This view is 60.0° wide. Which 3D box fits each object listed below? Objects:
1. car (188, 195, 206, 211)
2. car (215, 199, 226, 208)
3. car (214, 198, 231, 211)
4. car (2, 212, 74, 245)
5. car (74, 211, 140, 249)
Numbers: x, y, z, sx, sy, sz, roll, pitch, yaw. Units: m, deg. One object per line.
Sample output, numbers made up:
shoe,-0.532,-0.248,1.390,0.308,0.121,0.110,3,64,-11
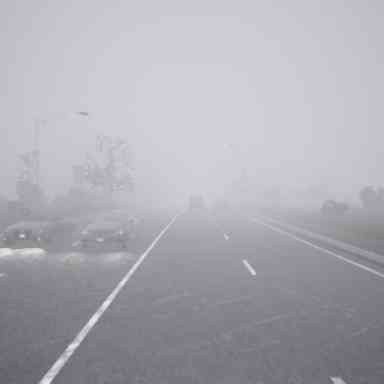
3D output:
car,0.641,1.463,44.956,2.150,2.045,5.566,0,0,3
car,4.711,1.899,55.471,1.895,1.301,4.718,0,0,4
car,4.154,1.595,45.193,2.097,1.767,4.553,0,0,3
car,-7.021,1.650,15.775,1.994,1.385,4.181,0,0,1
car,-3.526,1.608,15.214,1.812,1.442,4.674,0,-1,1
